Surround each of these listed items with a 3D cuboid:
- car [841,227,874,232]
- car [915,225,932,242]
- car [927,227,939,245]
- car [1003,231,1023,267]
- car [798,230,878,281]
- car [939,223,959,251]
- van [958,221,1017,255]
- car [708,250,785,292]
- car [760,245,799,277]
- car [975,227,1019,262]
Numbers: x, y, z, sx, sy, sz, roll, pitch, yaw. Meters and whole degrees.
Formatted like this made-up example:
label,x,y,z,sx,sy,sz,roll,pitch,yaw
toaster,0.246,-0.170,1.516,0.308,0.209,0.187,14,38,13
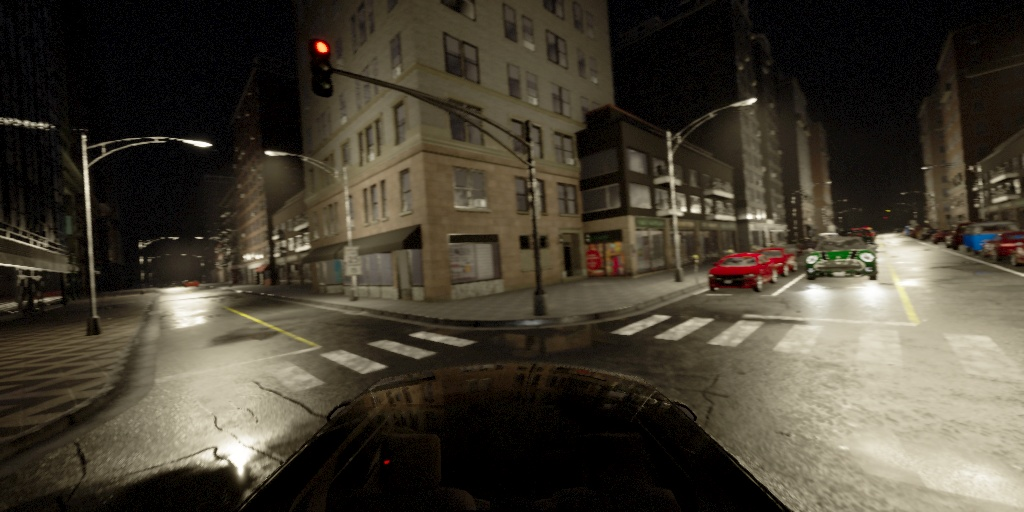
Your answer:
label,x,y,z,sx,sy,sz,roll,pitch,yaw
car,26.037,-1.014,27.204,5.566,2.045,2.150,-5,0,-45
car,47.703,-2.400,40.678,4.313,1.339,1.948,0,0,-45
car,39.667,-1.755,32.692,4.207,1.307,1.802,0,0,-45
car,19.578,-0.179,12.727,4.207,1.307,1.802,0,0,-45
car,13.965,-0.001,15.205,4.553,1.767,2.097,-4,-1,-45
car,31.632,-1.393,24.706,5.009,1.841,2.192,0,0,-45
van,27.614,-1.052,20.713,3.998,1.789,1.690,0,0,-45
car,9.585,0.583,14.797,4.507,1.381,1.888,0,0,-45
car,13.603,0.267,18.790,4.507,1.381,1.888,0,0,-45
car,23.596,-0.495,16.720,4.207,1.307,1.802,0,0,-45
